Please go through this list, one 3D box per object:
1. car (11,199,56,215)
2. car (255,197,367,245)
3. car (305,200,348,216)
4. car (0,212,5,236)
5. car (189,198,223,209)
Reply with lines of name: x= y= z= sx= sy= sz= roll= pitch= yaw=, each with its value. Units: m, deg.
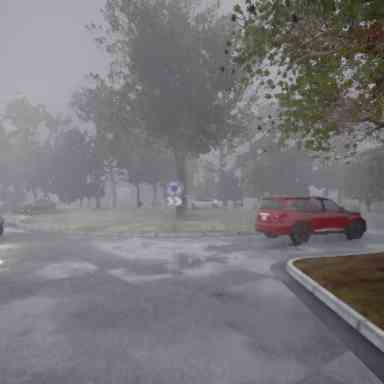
car: x=-16.602 y=1.539 z=35.047 sx=1.837 sy=1.490 sz=4.892 roll=-2 pitch=-1 yaw=22
car: x=5.665 y=1.236 z=15.822 sx=5.566 sy=2.045 sz=2.150 roll=0 pitch=-1 yaw=-24
car: x=13.841 y=1.597 z=34.513 sx=1.994 sy=1.385 sz=4.181 roll=0 pitch=0 yaw=-14
car: x=-11.867 y=1.239 z=17.407 sx=5.566 sy=2.045 sz=2.150 roll=0 pitch=0 yaw=41
car: x=1.872 y=1.571 z=45.460 sx=4.674 sy=1.442 sz=1.812 roll=0 pitch=0 yaw=12
